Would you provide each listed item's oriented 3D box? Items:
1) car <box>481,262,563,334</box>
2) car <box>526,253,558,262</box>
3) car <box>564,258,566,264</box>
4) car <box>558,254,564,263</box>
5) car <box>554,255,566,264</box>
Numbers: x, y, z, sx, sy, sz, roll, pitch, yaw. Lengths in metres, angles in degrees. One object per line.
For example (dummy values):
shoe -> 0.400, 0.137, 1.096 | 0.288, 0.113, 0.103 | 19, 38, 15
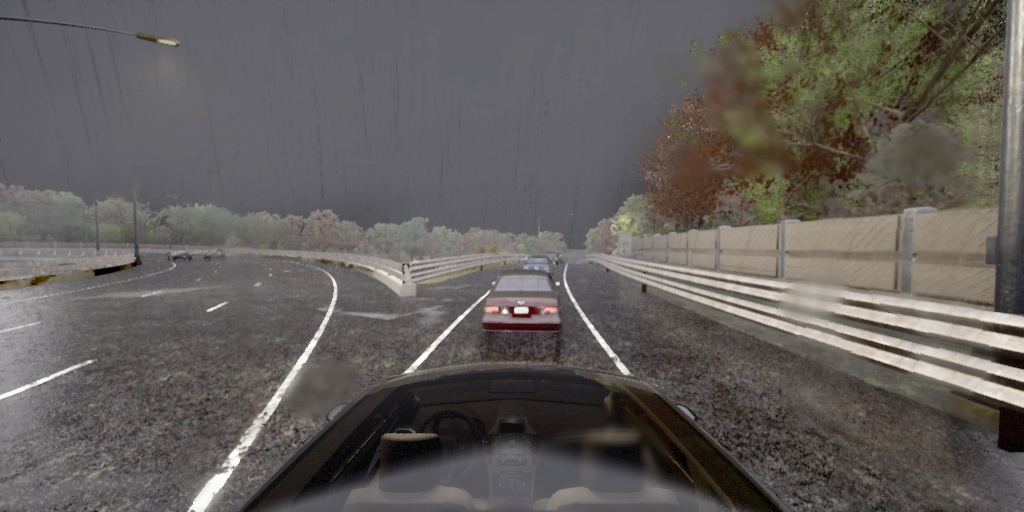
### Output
car -> 0.346, 1.069, 9.729 | 2.033, 1.411, 5.357 | 0, 2, 4
car -> 1.728, 0.691, 22.951 | 2.033, 1.411, 5.357 | 0, 2, 8
car -> 6.816, 0.399, 54.762 | 1.837, 1.490, 4.892 | 0, -1, 10
car -> 4.525, 0.325, 41.152 | 2.033, 1.411, 5.357 | 0, 0, 9
car -> 8.566, 0.672, 63.890 | 1.837, 1.490, 4.892 | 0, -2, 11
